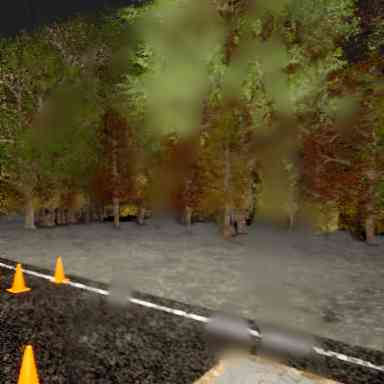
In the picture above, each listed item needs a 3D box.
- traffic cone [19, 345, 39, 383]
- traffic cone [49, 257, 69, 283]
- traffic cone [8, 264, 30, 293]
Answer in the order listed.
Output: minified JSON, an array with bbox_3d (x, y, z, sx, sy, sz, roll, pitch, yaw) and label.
[{"bbox_3d":[-1.735,1.932,3.535,0.340,0.580,0.340,1,0,35],"label":"traffic cone"},{"bbox_3d":[-3.300,1.913,8.283,0.340,0.580,0.340,1,0,35],"label":"traffic cone"},{"bbox_3d":[-3.872,1.908,7.463,0.340,0.580,0.340,1,0,35],"label":"traffic cone"}]
